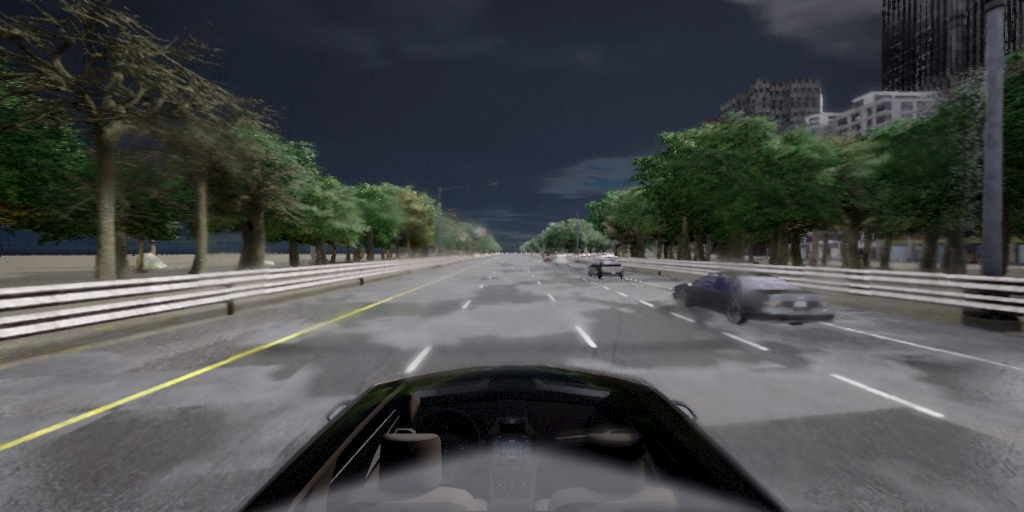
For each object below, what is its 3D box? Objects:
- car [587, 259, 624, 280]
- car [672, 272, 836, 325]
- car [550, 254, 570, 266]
[{"bbox_3d":[7.014,0.953,27.178,2.128,1.511,4.902,0,1,0],"label":"car"},{"bbox_3d":[7.004,1.191,11.216,2.033,1.411,5.357,0,1,0],"label":"car"},{"bbox_3d":[7.025,0.712,51.186,1.812,1.442,4.674,0,1,0],"label":"car"}]
